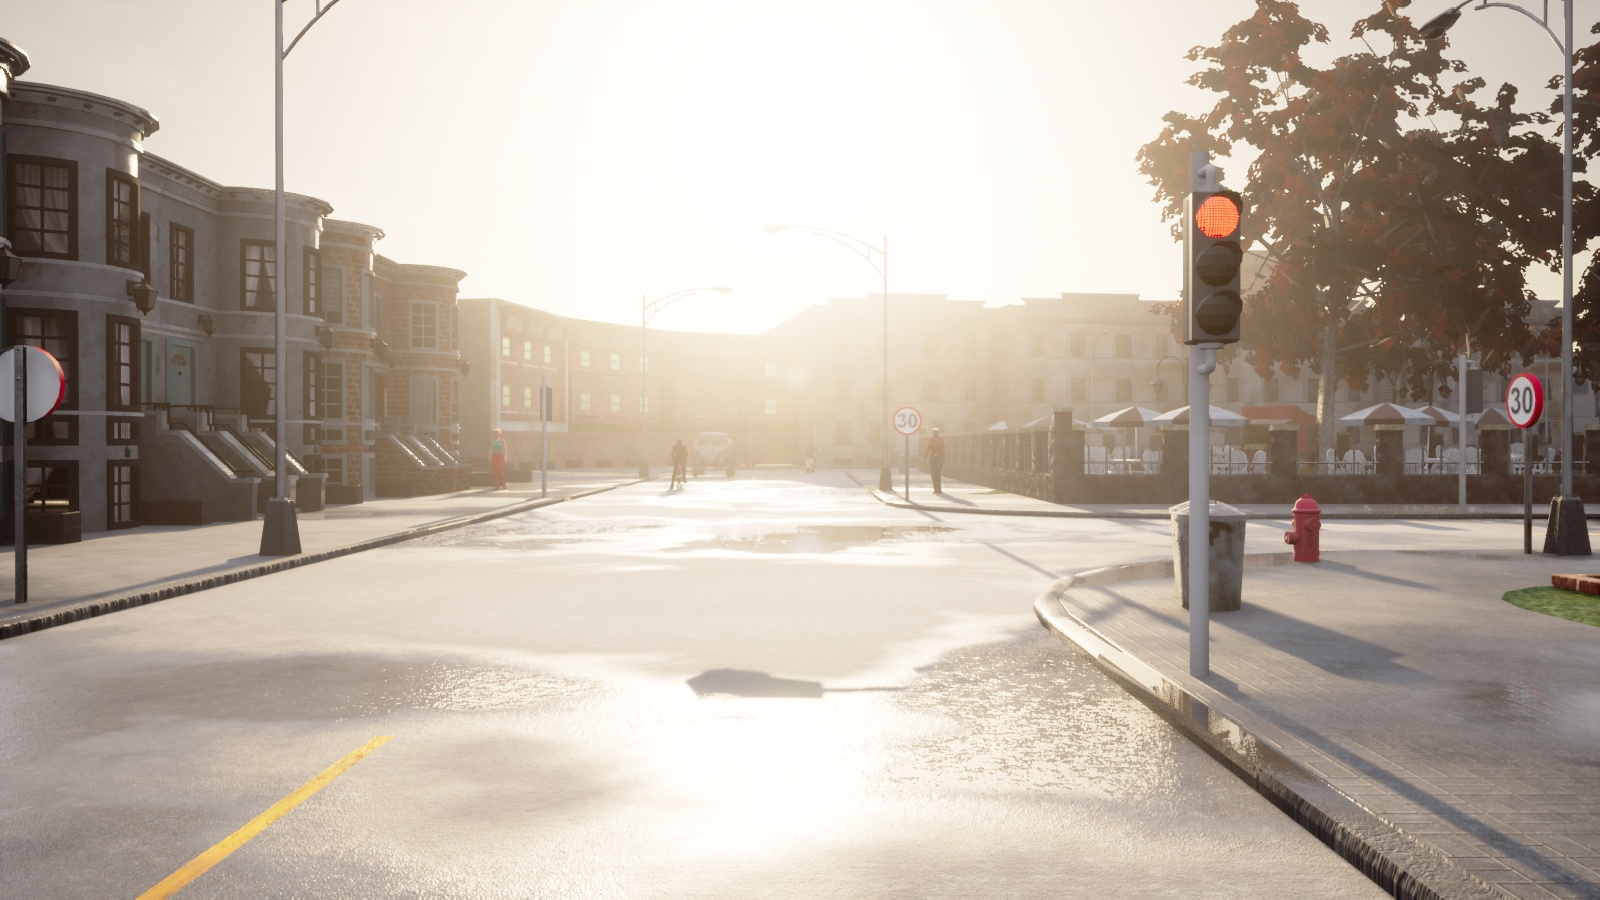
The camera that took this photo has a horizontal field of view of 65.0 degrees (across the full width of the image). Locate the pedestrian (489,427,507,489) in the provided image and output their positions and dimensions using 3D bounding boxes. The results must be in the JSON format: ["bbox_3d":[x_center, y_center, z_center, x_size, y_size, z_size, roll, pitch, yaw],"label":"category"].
[{"bbox_3d":[-8.957,0.238,37.243,0.345,1.836,0.594,0,0,8],"label":"pedestrian"}]

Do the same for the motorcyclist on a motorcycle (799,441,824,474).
[{"bbox_3d":[0.551,0.352,61.882,0.866,1.590,1.817,2,1,11],"label":"motorcyclist on a motorcycle"}]

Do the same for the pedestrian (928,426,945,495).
[{"bbox_3d":[3.684,0.267,33.954,0.331,1.846,0.636,0,0,17],"label":"pedestrian"}]

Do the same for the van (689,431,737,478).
[{"bbox_3d":[-3.818,0.181,55.827,1.775,1.987,4.442,0,0,1],"label":"van"}]
